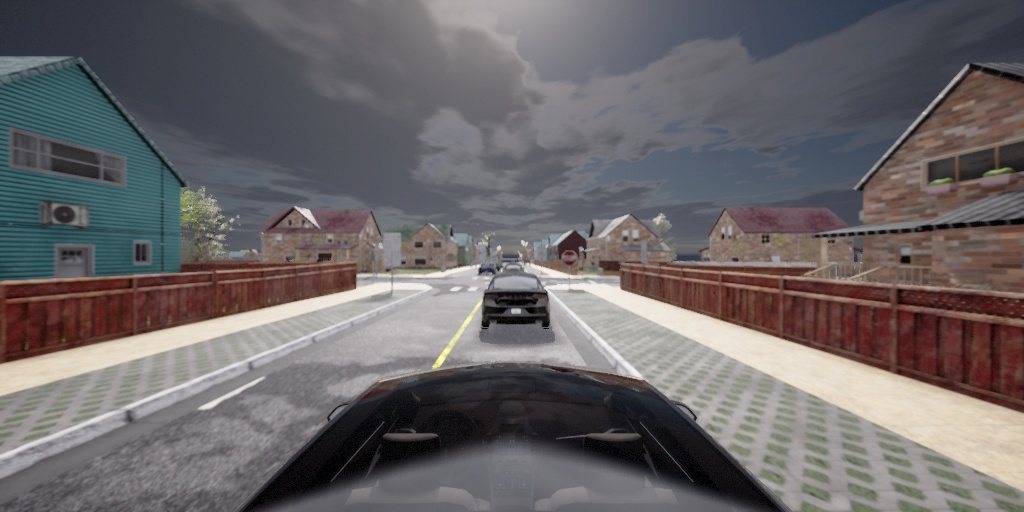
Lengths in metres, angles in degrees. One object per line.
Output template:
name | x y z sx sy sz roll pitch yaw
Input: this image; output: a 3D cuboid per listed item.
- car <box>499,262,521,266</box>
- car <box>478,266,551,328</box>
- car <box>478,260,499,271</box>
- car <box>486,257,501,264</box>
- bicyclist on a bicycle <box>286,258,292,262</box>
car | 0.119 1.335 30.246 1.812 1.442 4.674 0 0 0
car | 0.104 1.242 11.483 1.882 1.535 5.008 0 0 0
car | -2.828 1.459 41.102 1.895 1.301 4.718 0 0 0
car | -2.822 1.138 51.435 2.150 2.045 5.566 0 0 0
bicyclist on a bicycle | -20.141 1.001 32.412 0.582 1.620 1.656 0 0 0
